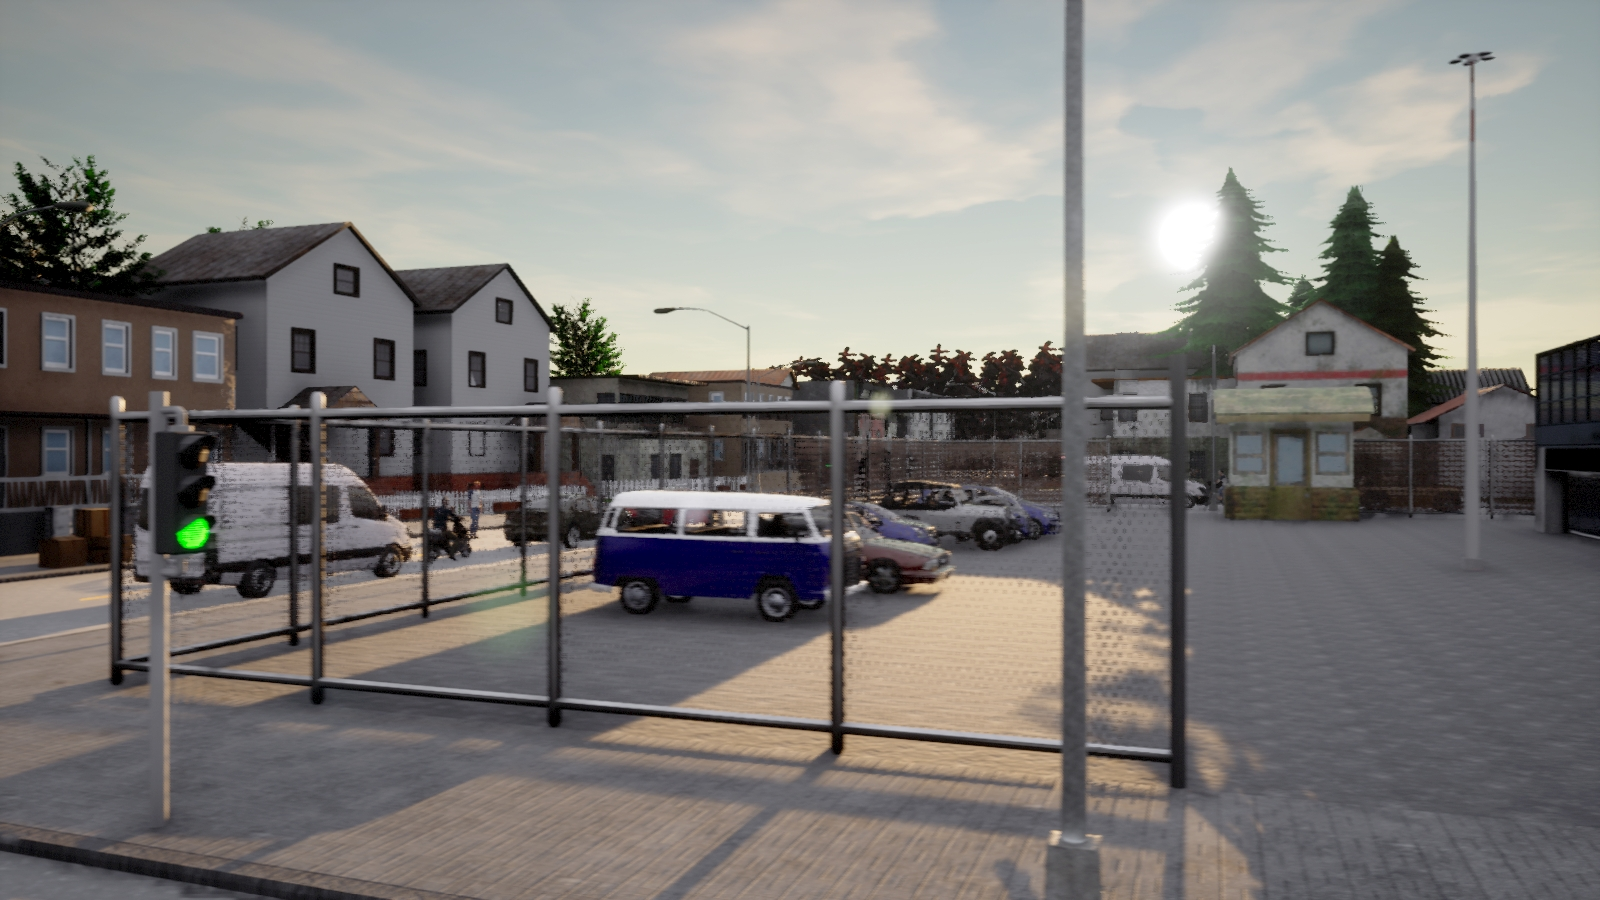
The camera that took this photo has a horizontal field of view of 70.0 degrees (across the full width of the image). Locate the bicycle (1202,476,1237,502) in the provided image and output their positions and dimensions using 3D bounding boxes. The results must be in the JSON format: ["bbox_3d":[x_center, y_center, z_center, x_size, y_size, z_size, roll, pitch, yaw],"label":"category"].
[{"bbox_3d":[21.049,1.936,57.375,1.643,1.296,0.373,0,0,20],"label":"bicycle"}]

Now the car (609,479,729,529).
[{"bbox_3d":[-4.483,1.841,40.028,2.231,1.480,4.892,0,0,20],"label":"car"}]

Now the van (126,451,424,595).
[{"bbox_3d":[-10.478,1.314,23.500,1.988,2.561,5.915,0,0,20],"label":"van"}]

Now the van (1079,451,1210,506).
[{"bbox_3d":[16.508,1.314,54.771,5.915,2.561,1.988,0,0,20],"label":"van"}]

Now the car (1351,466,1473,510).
[{"bbox_3d":[27.231,1.644,51.040,4.605,1.855,1.932,0,0,21],"label":"car"}]

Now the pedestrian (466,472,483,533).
[{"bbox_3d":[-10.161,1.628,35.655,0.375,1.860,0.375,0,0,30],"label":"pedestrian"}]

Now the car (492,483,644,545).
[{"bbox_3d":[-6.731,1.814,33.827,2.097,1.535,5.006,0,0,20],"label":"car"}]
